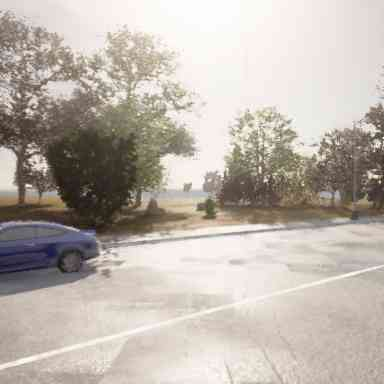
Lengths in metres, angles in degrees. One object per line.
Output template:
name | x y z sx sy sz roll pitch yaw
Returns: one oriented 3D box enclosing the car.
car | -4.861 1.521 9.084 4.674 1.442 1.812 0 0 -35
